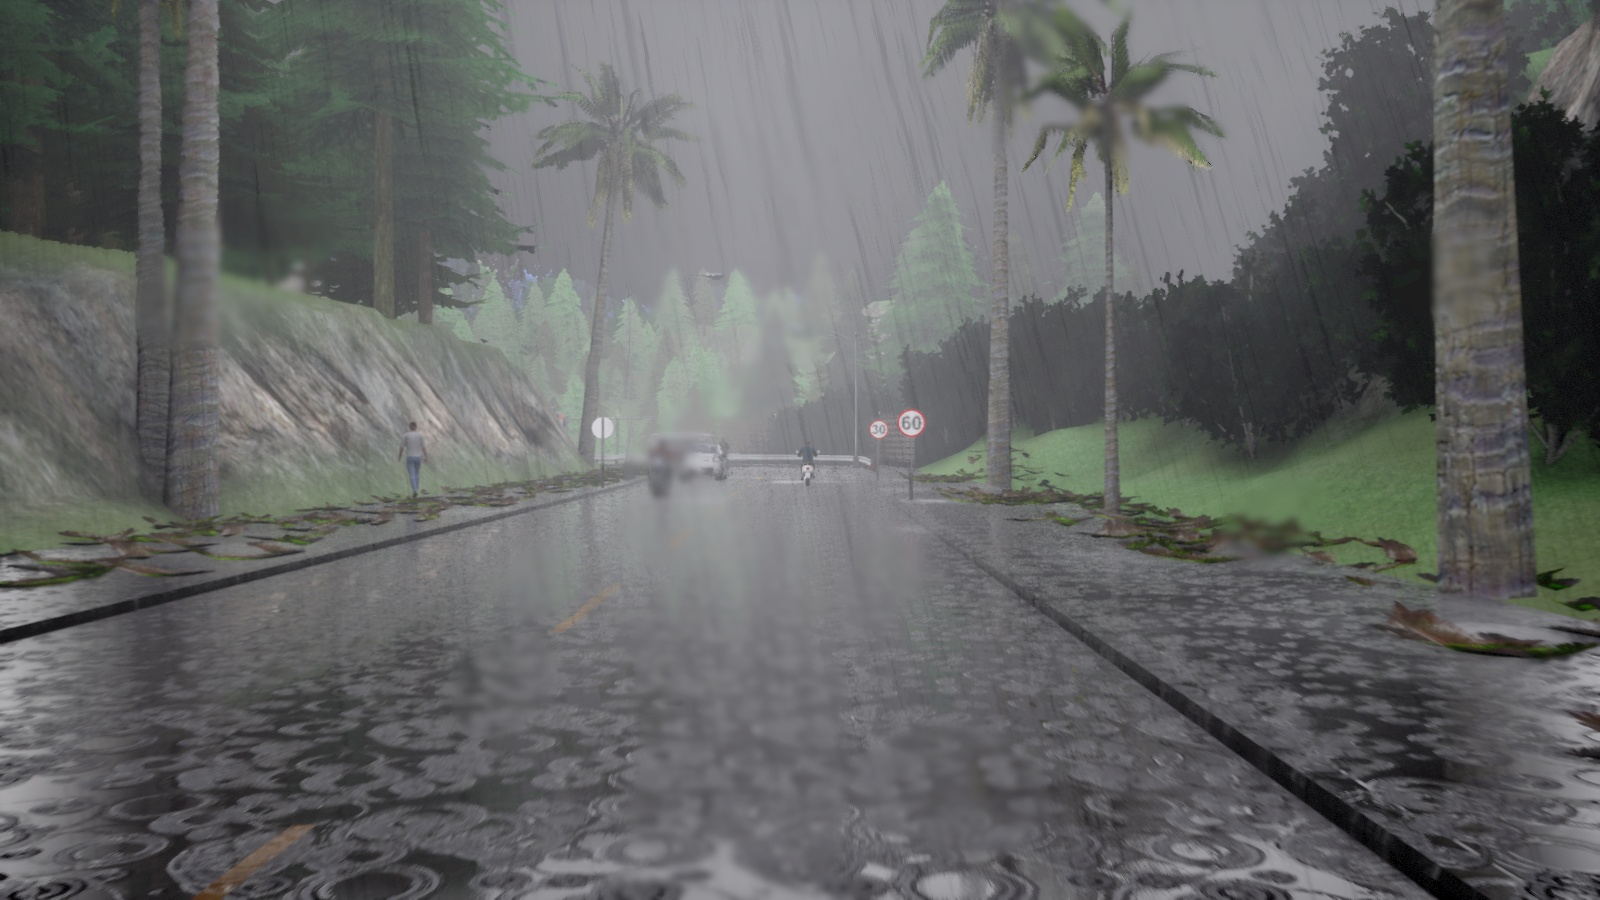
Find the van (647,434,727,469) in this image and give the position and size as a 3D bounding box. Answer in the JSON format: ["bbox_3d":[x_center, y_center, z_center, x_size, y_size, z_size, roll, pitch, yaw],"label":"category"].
[{"bbox_3d":[-6.625,0.081,73.570,4.442,1.987,1.775,0,0,28],"label":"van"}]

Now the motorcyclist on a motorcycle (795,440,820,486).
[{"bbox_3d":[0.272,0.450,44.286,0.866,1.590,1.817,0,0,0],"label":"motorcyclist on a motorcycle"}]

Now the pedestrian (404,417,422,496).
[{"bbox_3d":[-9.118,0.150,29.578,0.354,1.836,0.706,0,0,-20],"label":"pedestrian"}]

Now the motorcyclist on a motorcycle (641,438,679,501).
[{"bbox_3d":[-3.786,0.502,34.097,0.766,1.649,2.350,0,0,0],"label":"motorcyclist on a motorcycle"}]

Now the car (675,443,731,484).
[{"bbox_3d":[-3.702,0.484,48.433,1.845,1.501,3.633,0,0,0],"label":"car"}]
